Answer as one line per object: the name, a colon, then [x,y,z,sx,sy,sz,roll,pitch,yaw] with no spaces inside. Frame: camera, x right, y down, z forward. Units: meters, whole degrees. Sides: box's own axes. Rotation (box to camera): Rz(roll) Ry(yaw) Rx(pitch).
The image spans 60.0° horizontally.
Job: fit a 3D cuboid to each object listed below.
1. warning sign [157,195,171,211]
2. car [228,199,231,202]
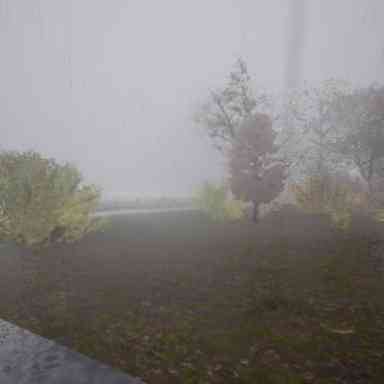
warning sign: [-3.405,1.259,39.804,1.300,1.860,1.060,-1,0,40]
car: [4.600,1.429,53.065,2.097,1.767,4.553,0,0,40]
